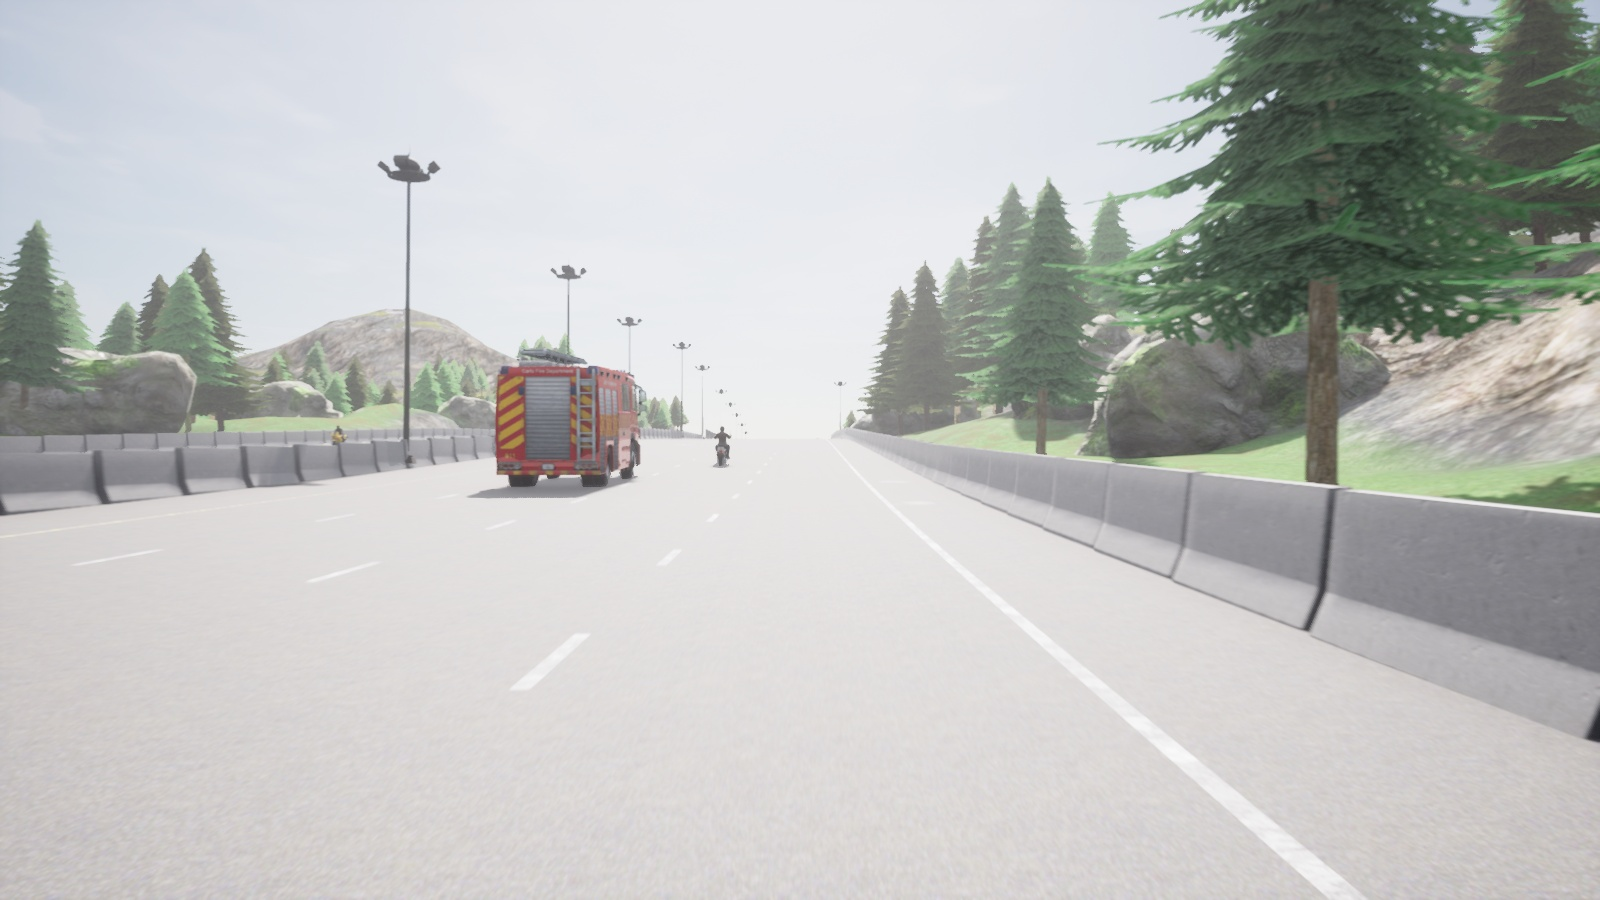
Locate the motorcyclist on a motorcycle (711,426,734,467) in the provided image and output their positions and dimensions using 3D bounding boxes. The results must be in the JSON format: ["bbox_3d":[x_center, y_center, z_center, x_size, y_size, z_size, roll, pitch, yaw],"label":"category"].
[{"bbox_3d":[-3.189,-0.180,51.870,0.766,1.649,2.350,0,1,0],"label":"motorcyclist on a motorcycle"}]

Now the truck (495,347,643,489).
[{"bbox_3d":[-6.767,-0.951,38.137,2.891,3.827,8.468,0,1,0],"label":"truck"}]
